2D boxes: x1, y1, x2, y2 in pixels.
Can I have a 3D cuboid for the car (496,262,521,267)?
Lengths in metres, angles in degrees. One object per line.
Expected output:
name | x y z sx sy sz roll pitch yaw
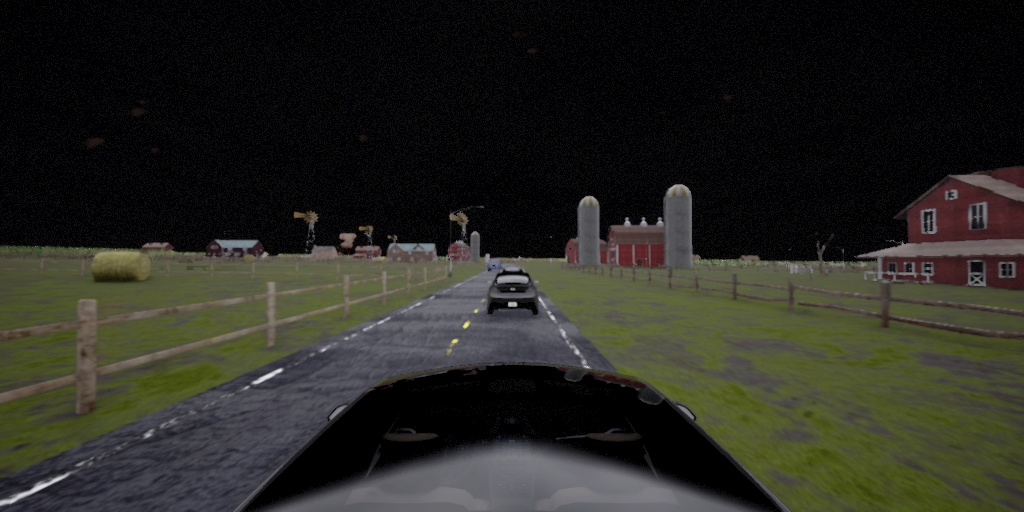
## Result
car | 0.047 1.496 29.265 2.128 1.511 4.902 0 0 1

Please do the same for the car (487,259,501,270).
car | -2.798 1.498 58.398 2.150 2.045 5.566 0 -1 1

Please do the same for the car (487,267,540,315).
car | 0.044 1.371 14.301 1.837 1.490 4.892 0 0 1
